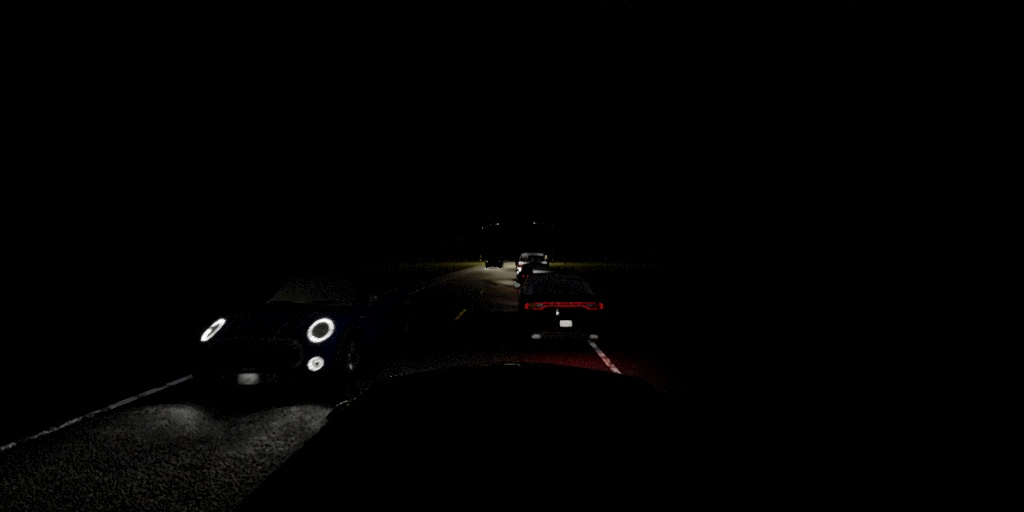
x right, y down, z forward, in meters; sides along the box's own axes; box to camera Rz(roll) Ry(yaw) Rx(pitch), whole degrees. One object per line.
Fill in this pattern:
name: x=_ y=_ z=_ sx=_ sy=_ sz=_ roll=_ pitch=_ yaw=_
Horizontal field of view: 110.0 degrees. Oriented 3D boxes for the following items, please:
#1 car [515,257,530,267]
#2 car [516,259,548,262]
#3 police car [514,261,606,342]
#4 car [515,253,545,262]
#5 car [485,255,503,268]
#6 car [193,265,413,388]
car: x=1.553 y=0.887 z=52.821 sx=1.994 sy=1.385 sz=4.181 roll=0 pitch=0 yaw=4
car: x=1.248 y=1.115 z=19.549 sx=1.837 sy=1.490 sz=4.892 roll=0 pitch=0 yaw=1
police car: x=1.095 y=1.114 z=9.689 sx=1.930 sy=1.638 sz=5.238 roll=0 pitch=0 yaw=1
car: x=1.392 y=0.785 z=25.557 sx=2.150 sy=2.045 sz=5.566 roll=0 pitch=0 yaw=2
car: x=-2.359 y=0.721 z=47.920 sx=2.097 sy=1.767 sz=4.553 roll=0 pitch=0 yaw=3
car: x=-3.557 y=1.061 z=7.104 sx=2.097 sy=1.767 sz=4.553 roll=0 pitch=0 yaw=1
